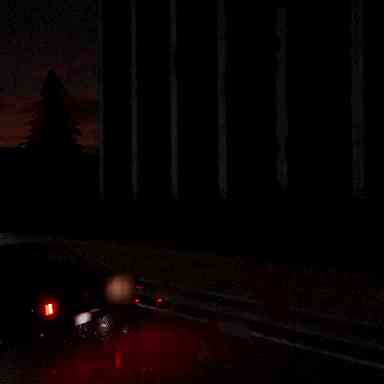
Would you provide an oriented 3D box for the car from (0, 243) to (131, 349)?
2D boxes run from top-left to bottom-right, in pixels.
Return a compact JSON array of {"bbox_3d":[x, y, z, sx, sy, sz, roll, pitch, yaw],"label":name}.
[{"bbox_3d":[-3.483,1.673,6.366,4.718,1.301,1.895,-1,0,35],"label":"car"}]
